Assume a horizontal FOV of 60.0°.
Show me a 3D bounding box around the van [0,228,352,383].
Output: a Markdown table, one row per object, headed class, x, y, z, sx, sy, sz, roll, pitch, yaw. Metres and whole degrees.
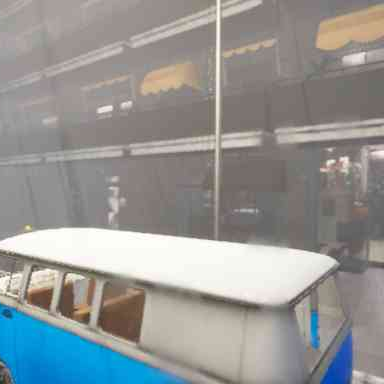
| class | x | y | z | sx | sy | sz | roll | pitch | yaw |
| --- | --- | --- | --- | --- | --- | --- | --- | --- | --- |
| van | -0.570 | 1.339 | 3.269 | 3.998 | 1.788 | 1.690 | 0 | 1 | 35 |
